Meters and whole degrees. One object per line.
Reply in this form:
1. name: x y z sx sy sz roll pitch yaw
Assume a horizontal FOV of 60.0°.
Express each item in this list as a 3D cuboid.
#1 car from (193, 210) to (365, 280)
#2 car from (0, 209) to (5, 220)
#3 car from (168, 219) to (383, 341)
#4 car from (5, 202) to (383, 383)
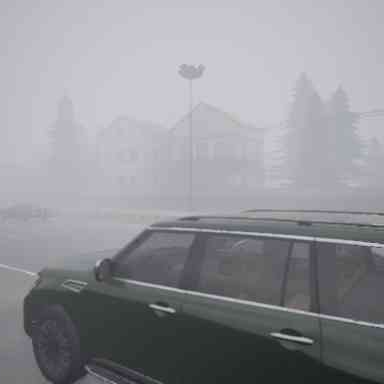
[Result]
1. car: 2.624 1.476 10.720 5.008 1.535 1.882 0 0 36
2. car: -13.197 1.535 26.308 5.357 1.411 2.033 0 0 36
3. car: 1.991 1.506 6.871 4.892 1.490 1.837 1 0 36
4. car: 0.429 1.223 3.686 5.566 2.045 2.150 0 0 36
